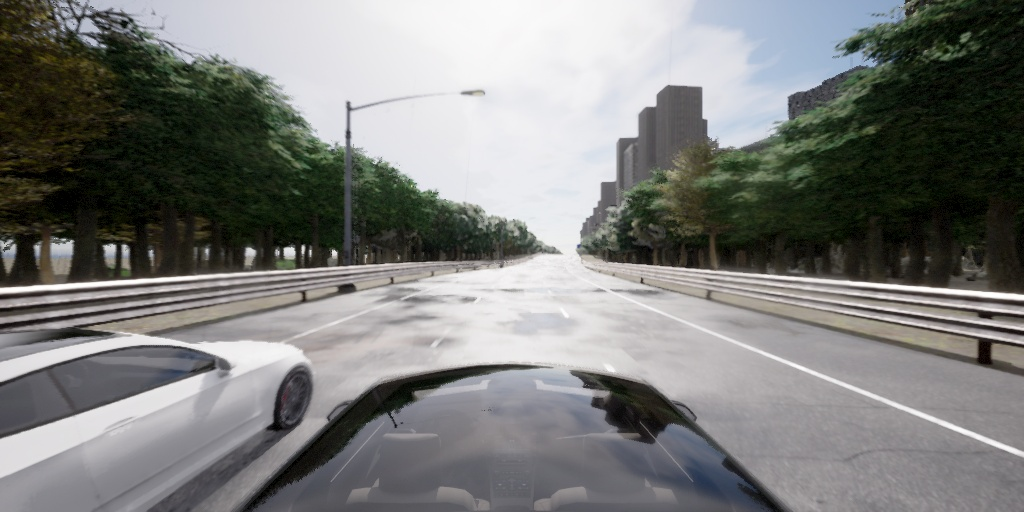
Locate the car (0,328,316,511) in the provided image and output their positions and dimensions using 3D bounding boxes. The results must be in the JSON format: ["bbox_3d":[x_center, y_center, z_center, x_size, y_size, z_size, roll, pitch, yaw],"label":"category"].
[{"bbox_3d":[-3.375,1.256,2.577,1.812,1.442,4.674,0,0,0],"label":"car"}]
